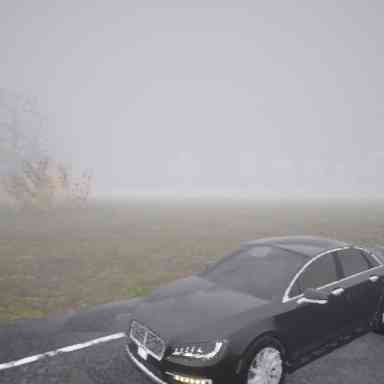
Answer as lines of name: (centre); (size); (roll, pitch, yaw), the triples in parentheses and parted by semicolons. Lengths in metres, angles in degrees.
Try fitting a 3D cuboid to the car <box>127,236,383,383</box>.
car: (1.424, 1.500, 5.056); (4.892, 1.490, 1.837); (0, 0, -36)
